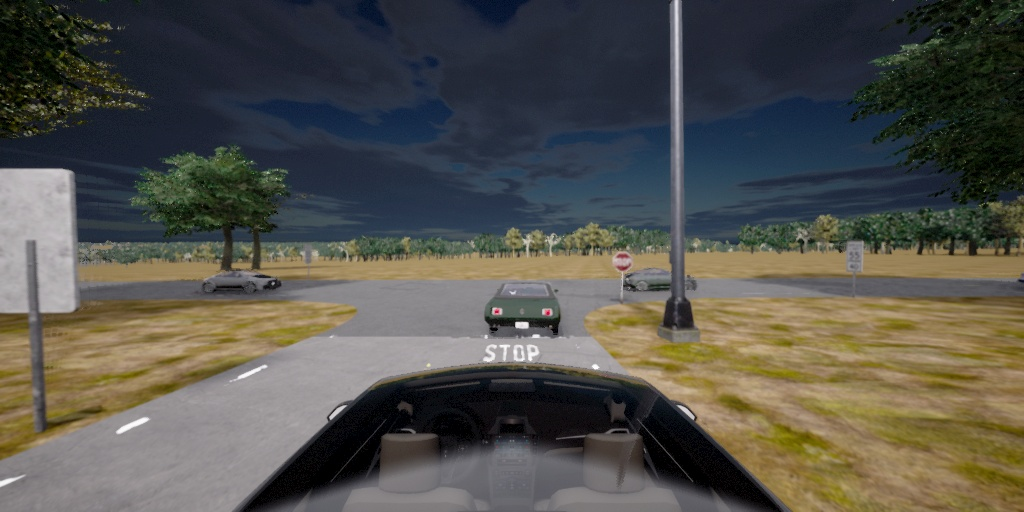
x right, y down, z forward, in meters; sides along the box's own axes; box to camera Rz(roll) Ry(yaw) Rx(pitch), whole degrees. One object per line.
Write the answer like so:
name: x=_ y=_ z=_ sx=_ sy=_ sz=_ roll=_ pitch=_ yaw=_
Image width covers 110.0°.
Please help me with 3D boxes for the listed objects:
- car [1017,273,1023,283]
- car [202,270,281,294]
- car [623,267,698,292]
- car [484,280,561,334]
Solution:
car: x=35.810 y=1.395 z=22.882 sx=5.357 sy=1.411 sz=2.033 roll=0 pitch=2 yaw=-3
car: x=-17.147 y=1.583 z=22.826 sx=4.181 sy=1.385 sz=1.994 roll=0 pitch=2 yaw=3
car: x=9.107 y=1.422 z=22.175 sx=4.181 sy=1.385 sz=1.994 roll=0 pitch=2 yaw=0
car: x=0.467 y=1.386 z=10.833 sx=1.895 sy=1.301 sz=4.718 roll=0 pitch=0 yaw=6
